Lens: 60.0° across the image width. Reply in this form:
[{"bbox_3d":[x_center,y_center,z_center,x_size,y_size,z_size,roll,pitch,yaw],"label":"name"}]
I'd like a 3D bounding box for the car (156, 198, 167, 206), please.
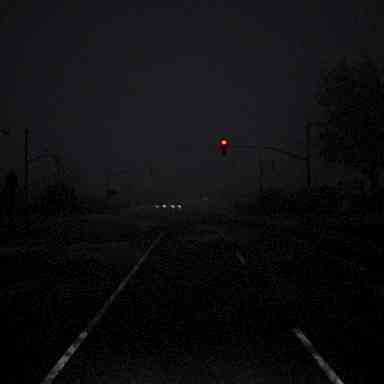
[{"bbox_3d":[-7.000,2.179,76.087,2.097,1.767,4.553,0,-1,0],"label":"car"}]

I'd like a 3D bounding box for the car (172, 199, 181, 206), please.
[{"bbox_3d":[-3.500,2.347,76.045,1.812,1.442,4.674,0,-1,0],"label":"car"}]
